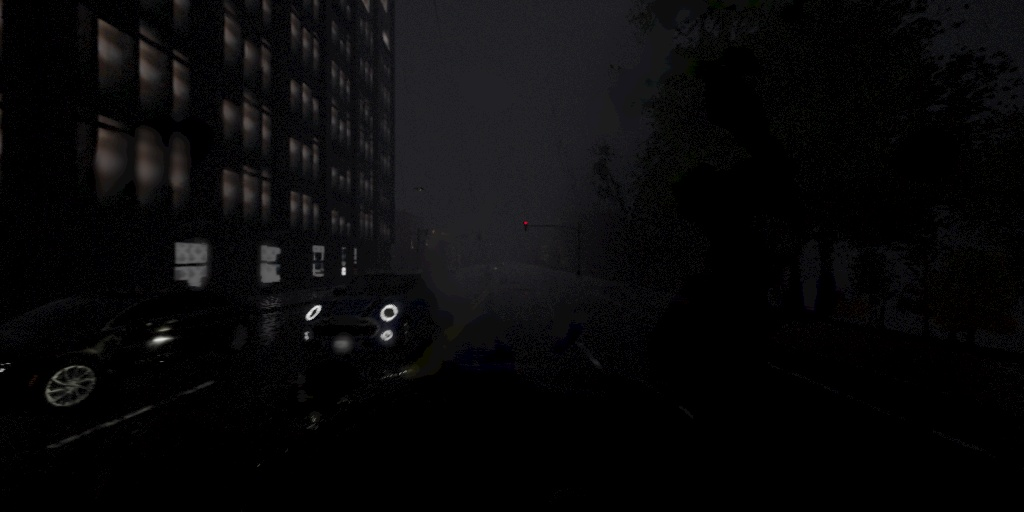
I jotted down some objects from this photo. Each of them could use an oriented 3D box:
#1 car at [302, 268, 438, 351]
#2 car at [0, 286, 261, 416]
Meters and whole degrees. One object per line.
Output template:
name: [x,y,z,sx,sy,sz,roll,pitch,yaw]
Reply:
car: [-3.349,1.198,9.357,2.097,1.767,4.553,0,-1,0]
car: [-6.599,1.312,6.118,1.837,1.490,4.892,0,-1,0]
